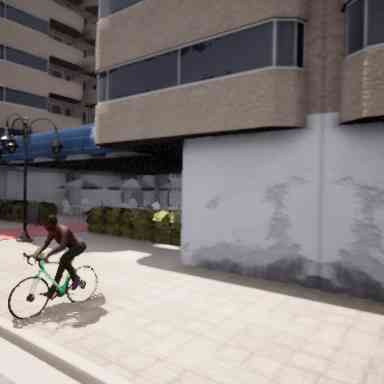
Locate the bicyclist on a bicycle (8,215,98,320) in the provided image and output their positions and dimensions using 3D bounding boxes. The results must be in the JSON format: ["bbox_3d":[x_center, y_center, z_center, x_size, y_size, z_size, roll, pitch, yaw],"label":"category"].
[{"bbox_3d":[-2.261,1.205,5.625,0.582,1.620,1.656,1,1,36],"label":"bicyclist on a bicycle"}]
